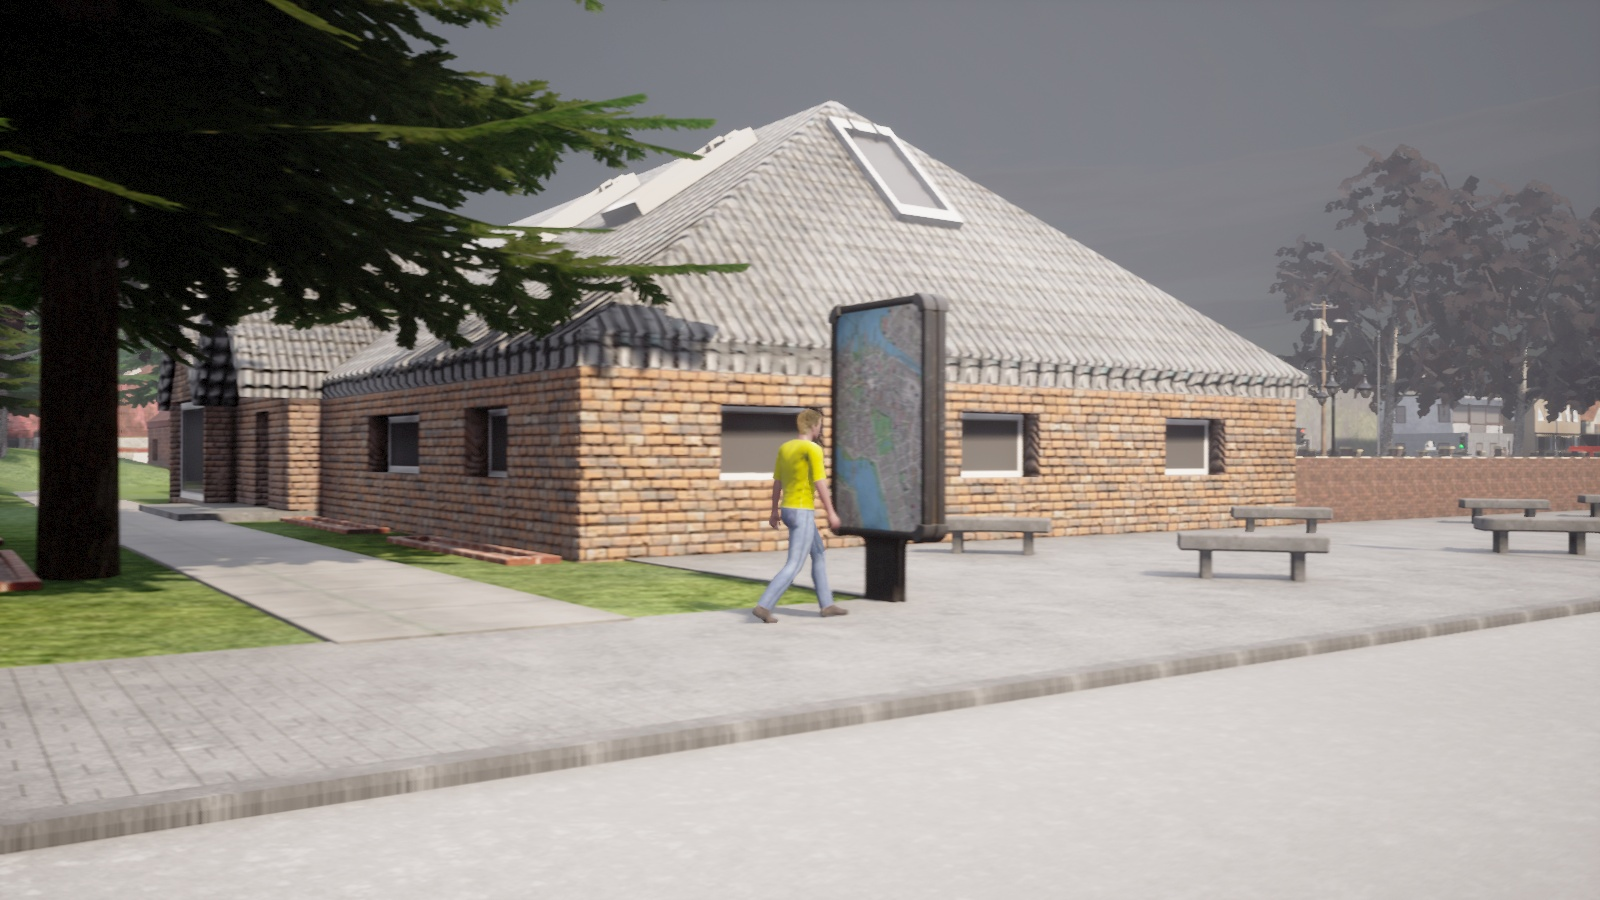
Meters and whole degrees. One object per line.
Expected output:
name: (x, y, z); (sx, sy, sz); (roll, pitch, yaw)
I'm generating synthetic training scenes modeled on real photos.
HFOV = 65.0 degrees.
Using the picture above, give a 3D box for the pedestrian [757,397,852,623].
pedestrian: (0.039, 0.489, 10.519); (0.706, 1.836, 0.354); (0, 0, -30)

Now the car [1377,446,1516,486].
car: (28.314, 0.685, 55.147); (2.152, 1.651, 5.027); (0, 0, -37)
